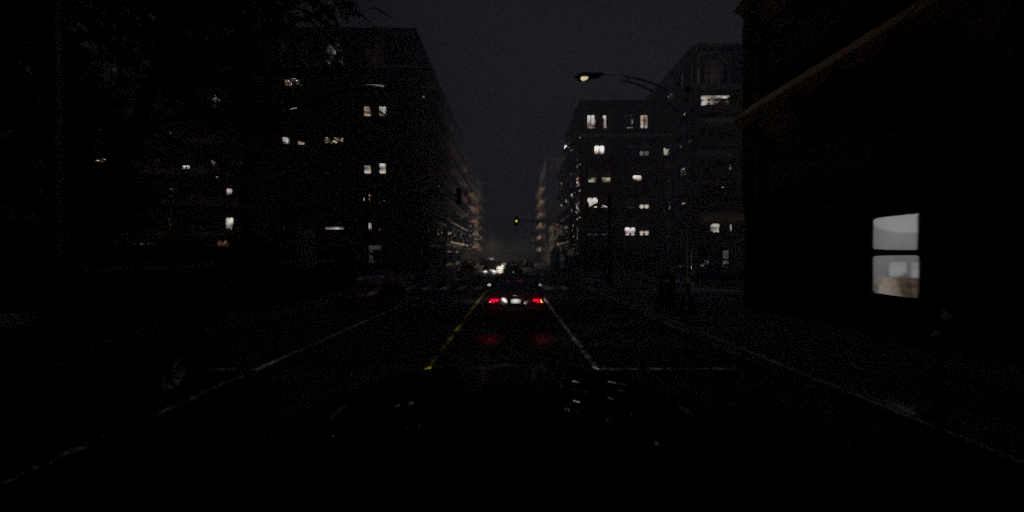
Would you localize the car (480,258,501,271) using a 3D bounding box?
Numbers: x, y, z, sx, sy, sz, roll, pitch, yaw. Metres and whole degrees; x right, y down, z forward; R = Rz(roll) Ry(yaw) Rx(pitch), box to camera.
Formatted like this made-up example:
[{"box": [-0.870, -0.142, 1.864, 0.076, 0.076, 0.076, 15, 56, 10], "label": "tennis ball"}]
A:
[{"box": [-3.072, 1.323, 50.994, 2.033, 1.411, 5.357, 0, 0, 0], "label": "car"}]

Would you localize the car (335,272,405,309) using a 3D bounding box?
[{"box": [-5.685, 1.338, 14.906, 1.802, 1.307, 4.207, 0, 0, 0], "label": "car"}]

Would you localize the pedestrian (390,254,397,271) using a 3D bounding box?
[{"box": [-12.702, 0.672, 38.312, 0.375, 1.860, 0.375, 0, -1, -1], "label": "pedestrian"}]

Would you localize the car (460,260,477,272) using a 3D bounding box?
[{"box": [-5.675, 1.213, 47.317, 1.967, 1.591, 4.097, 0, 0, 0], "label": "car"}]

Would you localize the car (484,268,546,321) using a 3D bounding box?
[{"box": [0.101, 1.302, 12.473, 2.033, 1.411, 5.357, 0, 0, 0], "label": "car"}]

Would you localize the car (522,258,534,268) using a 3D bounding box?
[{"box": [2.709, 1.330, 58.586, 2.007, 1.370, 4.403, 0, 0, 0], "label": "car"}]

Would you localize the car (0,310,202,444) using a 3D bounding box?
[{"box": [-5.689, 1.317, 3.836, 1.948, 1.339, 4.313, 0, 0, 0], "label": "car"}]

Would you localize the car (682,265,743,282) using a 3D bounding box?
[{"box": [18.233, 1.632, 33.145, 4.674, 1.442, 1.812, 1, 0, -1], "label": "car"}]

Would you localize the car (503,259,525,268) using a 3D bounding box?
[{"box": [0.108, 1.292, 36.093, 1.812, 1.442, 4.674, 0, 0, 0], "label": "car"}]
